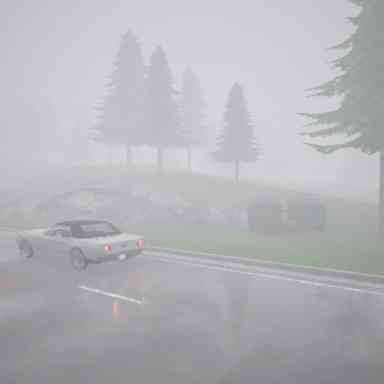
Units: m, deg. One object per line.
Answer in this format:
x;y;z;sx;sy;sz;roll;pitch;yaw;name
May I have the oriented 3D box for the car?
-3.846;1.601;11.031;4.718;1.301;1.895;0;0;35;car
